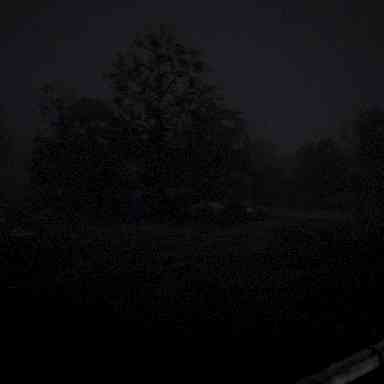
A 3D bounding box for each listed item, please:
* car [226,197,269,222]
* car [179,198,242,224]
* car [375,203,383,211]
[{"bbox_3d":[3.501,1.205,24.670,2.185,1.767,4.553,1,0,-34],"label":"car"},{"bbox_3d":[0.914,1.347,22.835,2.002,1.452,4.674,1,0,-35],"label":"car"},{"bbox_3d":[23.675,1.577,38.276,2.002,1.452,4.674,1,0,-34],"label":"car"}]
